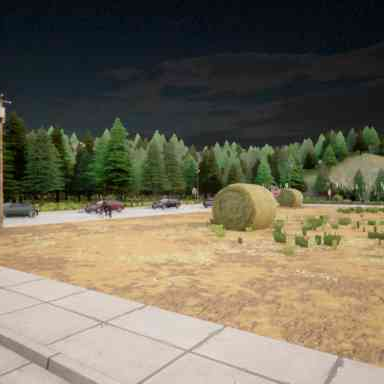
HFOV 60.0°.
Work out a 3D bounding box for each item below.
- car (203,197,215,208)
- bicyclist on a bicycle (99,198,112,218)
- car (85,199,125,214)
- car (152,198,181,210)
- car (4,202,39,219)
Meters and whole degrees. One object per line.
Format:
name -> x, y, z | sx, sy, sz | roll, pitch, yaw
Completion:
car -> 3.489, 1.518, 47.795 | 2.128, 1.511, 4.902 | 0, 0, 37
bicyclist on a bicycle -> -7.049, 1.327, 27.042 | 1.656, 1.620, 0.582 | 0, 0, 36
car -> -9.468, 1.552, 36.347 | 1.812, 1.442, 4.674 | 0, 0, 36
car -> -3.386, 1.552, 44.573 | 1.812, 1.442, 4.674 | 0, 0, 37
car -> -15.382, 1.591, 28.356 | 1.994, 1.385, 4.181 | 0, 0, 36
